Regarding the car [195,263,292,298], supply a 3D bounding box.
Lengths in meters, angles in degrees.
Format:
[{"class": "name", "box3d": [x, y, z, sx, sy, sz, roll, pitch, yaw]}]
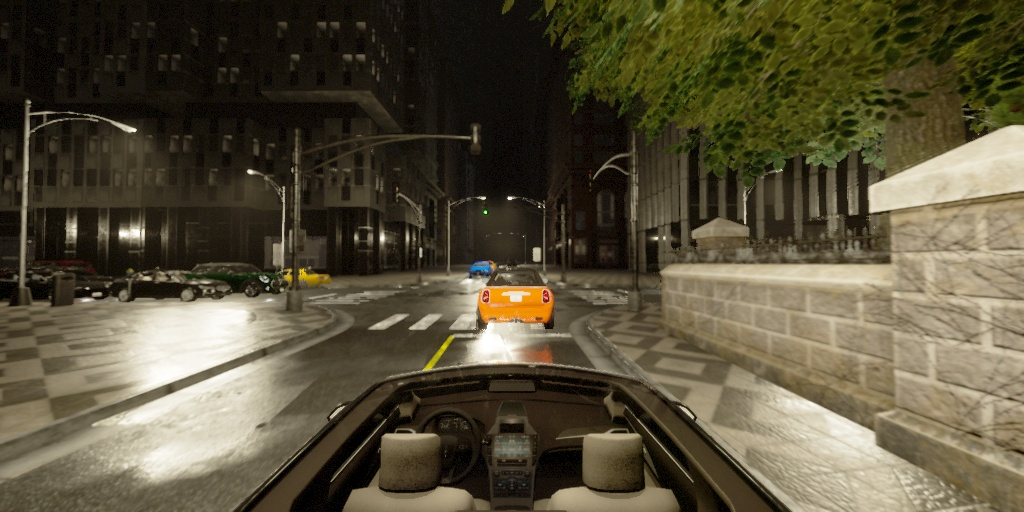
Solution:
[{"class": "car", "box3d": [-13.877, 1.138, 18.182, 4.553, 1.767, 2.097, 0, -1, 0]}]

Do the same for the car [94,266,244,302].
[{"class": "car", "box3d": [-14.635, 1.276, 15.505, 4.403, 1.370, 2.007, 0, 0, 0]}]

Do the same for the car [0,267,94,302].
[{"class": "car", "box3d": [-20.148, 1.298, 15.537, 4.313, 1.339, 1.948, 0, 0, 0]}]

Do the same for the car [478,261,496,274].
[{"class": "car", "box3d": [-3.069, 1.396, 45.203, 1.882, 1.535, 5.008, 0, 0, 0]}]

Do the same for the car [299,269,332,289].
[{"class": "car", "box3d": [-14.765, 1.447, 24.029, 4.829, 1.417, 1.751, 0, 0, 0]}]

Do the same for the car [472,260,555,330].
[{"class": "car", "box3d": [0.102, 1.125, 11.429, 2.097, 1.767, 4.553, 0, 0, 0]}]

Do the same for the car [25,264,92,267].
[{"class": "car", "box3d": [-22.961, 1.303, 18.233, 4.892, 1.490, 1.837, 0, -1, 0]}]

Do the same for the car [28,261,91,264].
[{"class": "car", "box3d": [-31.132, 1.259, 24.122, 5.009, 1.841, 2.192, 0, 0, 0]}]

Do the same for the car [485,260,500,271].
[{"class": "car", "box3d": [-2.989, 1.464, 55.634, 2.128, 1.511, 4.902, 0, 0, 0]}]

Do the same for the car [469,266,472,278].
[{"class": "car", "box3d": [-3.084, 1.353, 35.755, 1.882, 1.535, 5.008, 0, 0, 1]}]

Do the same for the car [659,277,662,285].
[{"class": "car", "box3d": [12.069, 1.462, 23.876, 4.313, 1.339, 1.948, 0, 0, 0]}]
